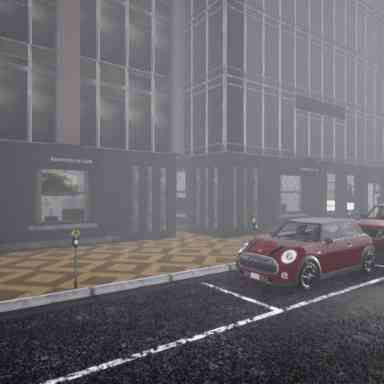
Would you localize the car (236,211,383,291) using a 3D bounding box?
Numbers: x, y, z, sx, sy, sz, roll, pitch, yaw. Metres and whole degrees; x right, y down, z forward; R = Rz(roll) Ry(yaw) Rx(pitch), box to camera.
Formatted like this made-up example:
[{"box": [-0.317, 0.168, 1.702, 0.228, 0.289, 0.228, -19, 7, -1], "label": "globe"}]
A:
[{"box": [3.091, 1.439, 8.938, 4.097, 1.590, 1.967, 0, 0, -35], "label": "car"}]

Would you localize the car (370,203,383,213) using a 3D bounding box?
[{"box": [7.618, 1.310, 12.164, 5.009, 1.841, 2.192, 0, 0, -35], "label": "car"}]
